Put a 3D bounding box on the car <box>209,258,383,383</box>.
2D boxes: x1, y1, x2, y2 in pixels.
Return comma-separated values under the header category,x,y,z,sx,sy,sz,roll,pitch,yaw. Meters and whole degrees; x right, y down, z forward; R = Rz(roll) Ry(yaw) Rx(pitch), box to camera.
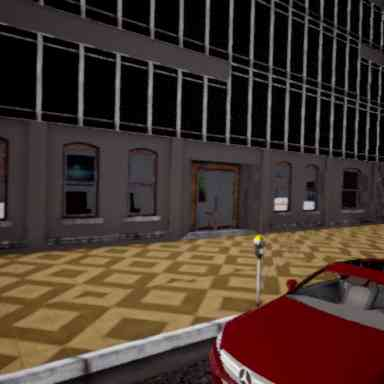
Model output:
category,x,y,z,sx,sy,sz,roll,pitch,yaw
car,2.171,1.549,4.017,4.206,1.307,1.802,1,1,-34
